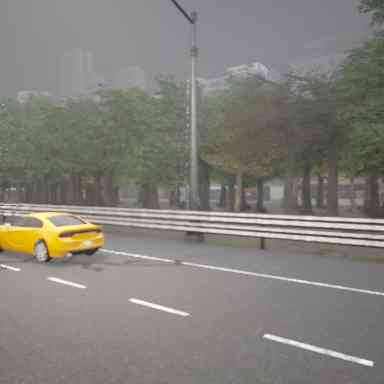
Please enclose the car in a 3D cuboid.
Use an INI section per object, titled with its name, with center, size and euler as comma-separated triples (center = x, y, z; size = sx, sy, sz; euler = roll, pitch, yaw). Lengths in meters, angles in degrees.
[car]
center = -5.322, 1.474, 11.974
size = 5.008, 1.535, 1.882
euler = 0, 0, 36
